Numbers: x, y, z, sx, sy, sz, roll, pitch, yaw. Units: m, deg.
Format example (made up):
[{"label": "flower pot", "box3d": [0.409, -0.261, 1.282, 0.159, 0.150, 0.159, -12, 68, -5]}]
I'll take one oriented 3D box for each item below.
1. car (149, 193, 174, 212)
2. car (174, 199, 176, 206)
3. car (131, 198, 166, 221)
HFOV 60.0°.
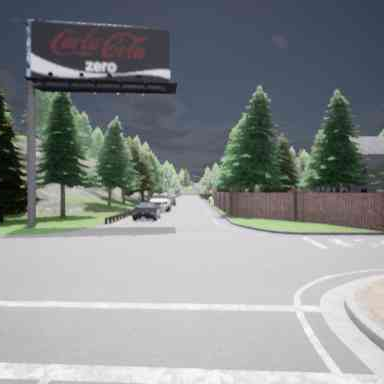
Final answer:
[{"label": "car", "box3d": [-3.580, 1.167, 37.692, 2.150, 2.045, 5.566, 0, 0, 1]}, {"label": "car", "box3d": [-3.531, 1.489, 52.065, 1.994, 1.385, 4.181, 0, 0, 1]}, {"label": "car", "box3d": [-3.586, 1.508, 27.070, 2.033, 1.411, 5.357, 0, 0, 0]}]
